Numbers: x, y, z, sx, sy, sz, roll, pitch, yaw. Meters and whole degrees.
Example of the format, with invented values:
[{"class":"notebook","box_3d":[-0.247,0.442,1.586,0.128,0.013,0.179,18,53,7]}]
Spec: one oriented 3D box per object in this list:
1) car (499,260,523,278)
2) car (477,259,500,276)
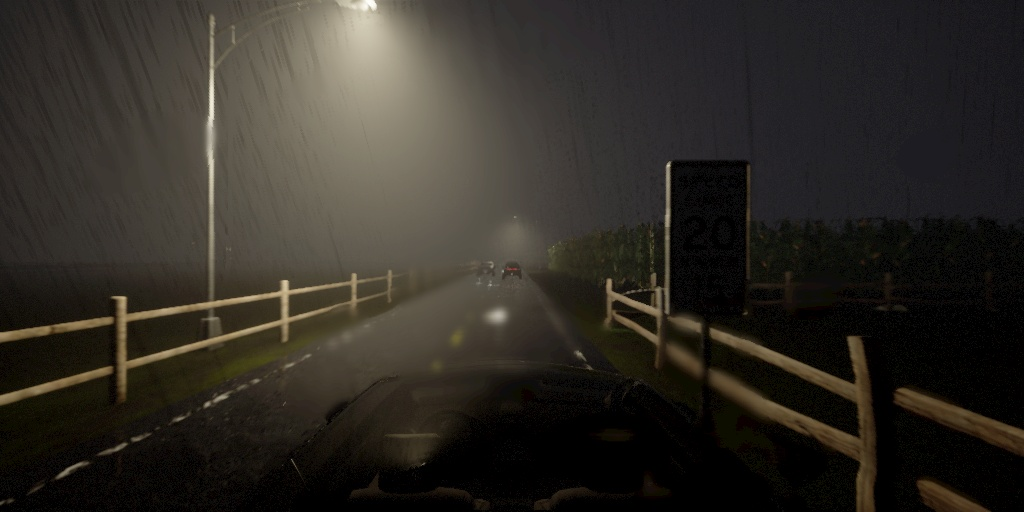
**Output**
[{"class":"car","box_3d":[0.008,1.399,35.370,1.837,1.490,4.892,0,0,0]},{"class":"car","box_3d":[-2.749,1.401,39.495,2.128,1.511,4.902,0,0,0]}]
